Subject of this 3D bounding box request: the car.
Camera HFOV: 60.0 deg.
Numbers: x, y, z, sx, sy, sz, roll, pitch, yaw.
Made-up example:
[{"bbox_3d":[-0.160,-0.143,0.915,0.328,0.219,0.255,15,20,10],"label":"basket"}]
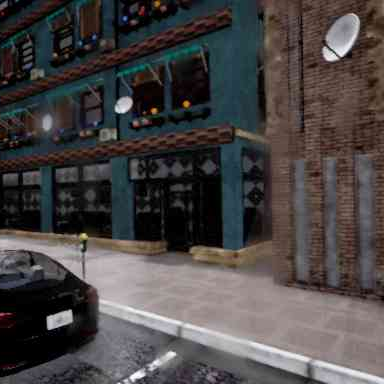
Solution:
[{"bbox_3d":[-3.288,1.586,5.235,4.313,1.339,1.947,0,-1,36],"label":"car"}]
